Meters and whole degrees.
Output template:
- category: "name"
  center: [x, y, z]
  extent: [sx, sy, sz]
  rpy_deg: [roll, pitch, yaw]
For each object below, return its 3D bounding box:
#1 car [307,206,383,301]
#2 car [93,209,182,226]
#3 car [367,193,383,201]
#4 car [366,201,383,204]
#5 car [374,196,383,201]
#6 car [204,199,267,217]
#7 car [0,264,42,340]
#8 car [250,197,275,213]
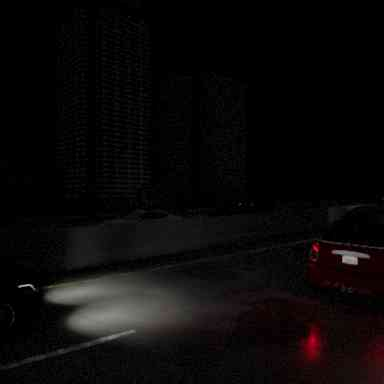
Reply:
- category: "car"
  center: [4.708, 1.341, 7.843]
  extent: [4.553, 1.767, 2.097]
  rpy_deg: [0, 0, -40]
- category: "car"
  center: [-2.433, 1.539, 15.749]
  extent: [4.674, 1.442, 1.812]
  rpy_deg: [0, 0, -41]
- category: "car"
  center: [31.222, 1.144, 54.603]
  extent: [2.150, 2.045, 5.566]
  rpy_deg: [0, 0, 45]
- category: "car"
  center: [9.109, 1.456, 16.706]
  extent: [5.008, 1.535, 1.882]
  rpy_deg: [0, 0, -44]
- category: "car"
  center: [26.692, 1.534, 44.974]
  extent: [1.895, 1.301, 4.718]
  rpy_deg: [0, 0, 44]
- category: "car"
  center: [3.347, 1.547, 25.994]
  extent: [2.033, 1.411, 5.357]
  rpy_deg: [0, 0, 45]
- category: "car"
  center: [-4.730, 1.543, 4.827]
  extent: [4.674, 1.442, 1.812]
  rpy_deg: [0, 0, -35]
- category: "car"
  center: [6.688, 1.344, 34.443]
  extent: [2.097, 1.767, 4.553]
  rpy_deg: [0, 0, 44]
